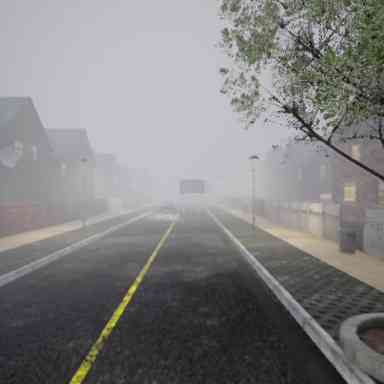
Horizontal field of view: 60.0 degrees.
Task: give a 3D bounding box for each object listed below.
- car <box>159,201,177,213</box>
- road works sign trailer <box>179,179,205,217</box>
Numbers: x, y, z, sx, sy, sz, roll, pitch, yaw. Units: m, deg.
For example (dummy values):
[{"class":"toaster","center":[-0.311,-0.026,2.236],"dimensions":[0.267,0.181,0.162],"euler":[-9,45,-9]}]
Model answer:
[{"class":"car","center":[-2.843,1.726,39.193],"dimensions":[1.895,1.301,4.718],"euler":[0,0,0]},{"class":"road works sign trailer","center":[0.006,0.551,31.423],"dimensions":[2.380,3.560,2.880],"euler":[0,0,0]}]
